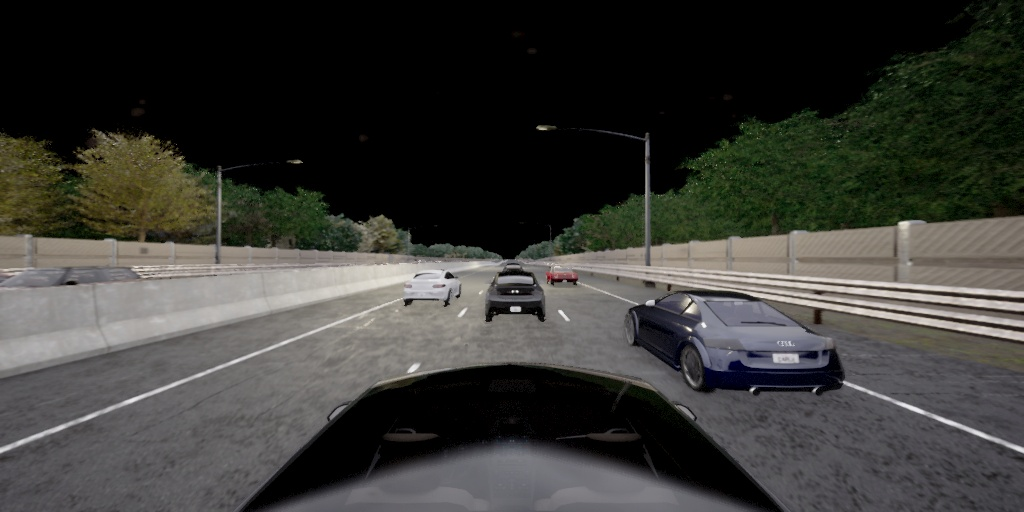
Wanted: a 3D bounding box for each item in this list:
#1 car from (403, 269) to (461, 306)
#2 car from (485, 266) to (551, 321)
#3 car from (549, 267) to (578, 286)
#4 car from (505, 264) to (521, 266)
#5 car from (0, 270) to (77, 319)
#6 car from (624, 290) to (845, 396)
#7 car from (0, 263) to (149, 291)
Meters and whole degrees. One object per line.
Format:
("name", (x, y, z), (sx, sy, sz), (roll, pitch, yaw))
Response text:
("car", (-3.399, 1.305, 15.806), (1.812, 1.442, 4.674), (0, 0, 0))
("car", (0.101, 1.270, 12.561), (1.837, 1.490, 4.892), (0, 0, 0))
("car", (3.602, 1.453, 26.668), (1.895, 1.301, 4.718), (0, 0, 0))
("car", (0.103, 1.398, 30.832), (1.837, 1.490, 4.892), (0, -1, 0))
("car", (-17.499, 1.281, 11.145), (1.882, 1.535, 5.008), (0, 0, 0))
("car", (3.600, 1.318, 6.721), (1.994, 1.385, 4.181), (0, 0, 0))
("car", (-14.000, 1.111, 11.046), (2.097, 1.767, 4.553), (0, 0, 0))
